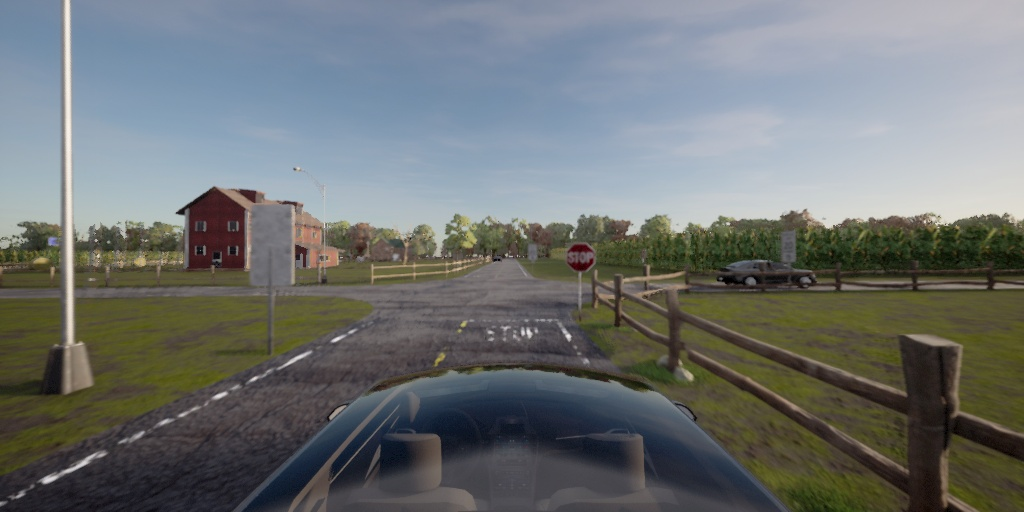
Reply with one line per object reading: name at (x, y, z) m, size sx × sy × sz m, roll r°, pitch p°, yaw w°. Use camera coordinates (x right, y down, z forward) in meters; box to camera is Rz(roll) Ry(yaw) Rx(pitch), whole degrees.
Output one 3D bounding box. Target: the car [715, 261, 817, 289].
car at (13.884, 0.997, 19.707) m, size 4.892 × 1.490 × 1.837 m, roll -1°, pitch -1°, yaw 0°
